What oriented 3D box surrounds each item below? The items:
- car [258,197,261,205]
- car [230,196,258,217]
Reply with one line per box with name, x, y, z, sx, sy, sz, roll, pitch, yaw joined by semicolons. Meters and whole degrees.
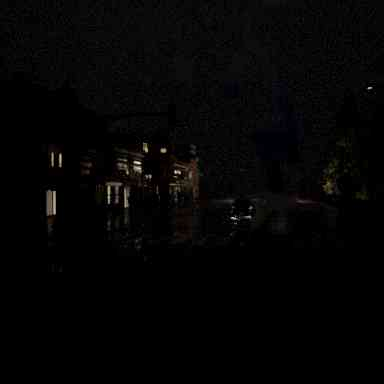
car;11.400;1.524;59.989;1.812;1.442;4.674;0;0;13
car;4.871;1.340;31.723;2.097;1.767;4.553;0;0;13
